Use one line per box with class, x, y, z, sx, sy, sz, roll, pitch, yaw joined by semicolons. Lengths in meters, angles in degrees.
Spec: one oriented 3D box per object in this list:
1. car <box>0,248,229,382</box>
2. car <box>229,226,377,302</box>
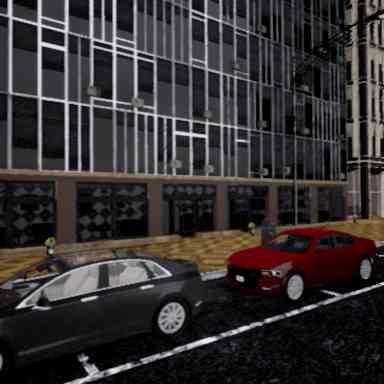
car;-1.802;1.645;5.220;4.403;1.369;2.008;0;0;-34
car;2.887;1.611;8.441;4.507;1.381;1.887;0;0;-34
